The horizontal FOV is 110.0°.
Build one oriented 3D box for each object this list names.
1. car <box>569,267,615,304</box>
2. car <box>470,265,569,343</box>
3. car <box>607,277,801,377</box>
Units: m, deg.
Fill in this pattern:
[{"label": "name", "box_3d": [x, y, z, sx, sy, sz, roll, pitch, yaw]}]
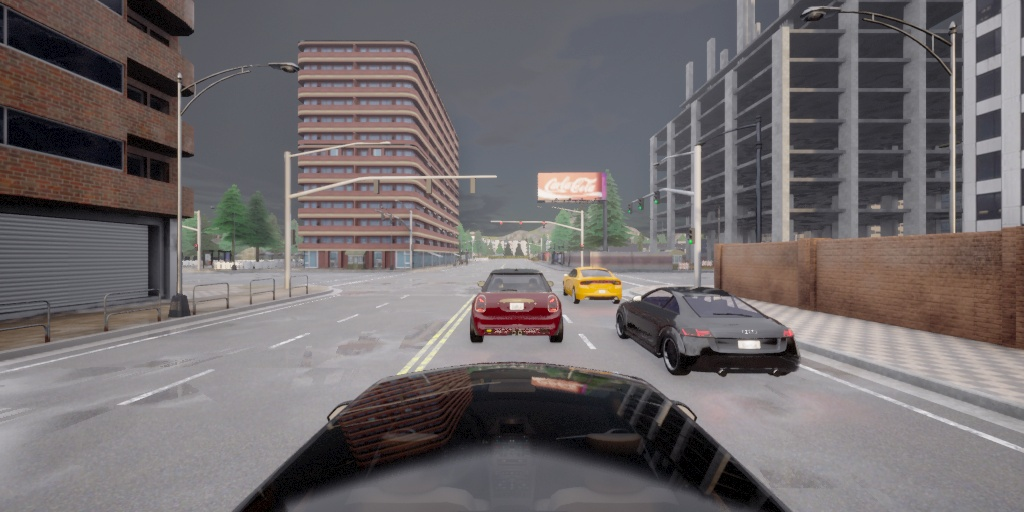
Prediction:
[{"label": "car", "box_3d": [3.504, 1.228, 16.383, 1.882, 1.535, 5.008, 0, 0, 0]}, {"label": "car", "box_3d": [0.103, 1.102, 9.855, 2.097, 1.767, 4.553, 0, 0, 0]}, {"label": "car", "box_3d": [3.600, 1.314, 7.450, 1.994, 1.385, 4.181, 0, 0, 0]}]
